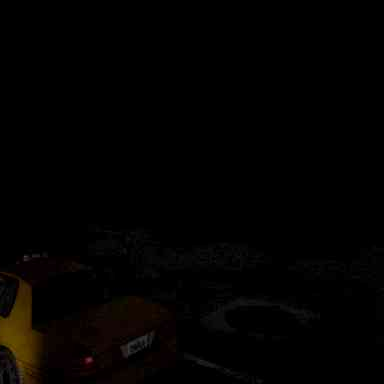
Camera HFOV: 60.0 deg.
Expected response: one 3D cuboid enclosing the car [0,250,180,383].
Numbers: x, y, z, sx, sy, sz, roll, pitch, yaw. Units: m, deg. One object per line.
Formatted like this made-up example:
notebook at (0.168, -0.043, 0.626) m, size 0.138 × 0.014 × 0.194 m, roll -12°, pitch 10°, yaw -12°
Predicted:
car at (-2.408, 1.525, 4.795) m, size 4.829 × 1.417 × 1.752 m, roll 0°, pitch 0°, yaw 37°
